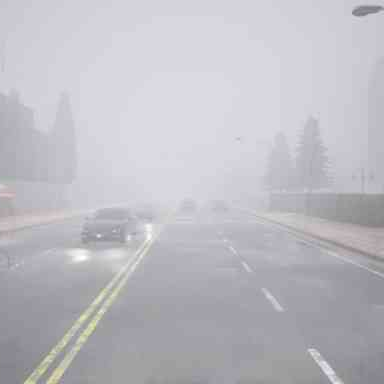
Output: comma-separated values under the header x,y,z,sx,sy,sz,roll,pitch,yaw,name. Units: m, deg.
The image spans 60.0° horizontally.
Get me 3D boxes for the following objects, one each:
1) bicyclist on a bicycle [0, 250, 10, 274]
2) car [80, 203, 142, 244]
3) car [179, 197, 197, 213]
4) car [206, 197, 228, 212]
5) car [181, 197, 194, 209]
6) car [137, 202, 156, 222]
x,y,z,sx,sy,sz,roll,pitch,yaw,name
-5.762,1.455,8.989,1.656,1.620,0.582,-2,0,-1,bicyclist on a bicycle
-3.801,1.502,15.864,1.837,1.490,4.892,0,1,-1,car
-0.435,1.492,37.663,2.128,1.511,4.902,0,0,-1,car
3.076,1.547,38.620,2.033,1.411,5.357,0,0,-1,car
-0.619,1.505,47.701,1.837,1.490,4.892,0,0,0,car
-3.847,1.526,26.052,1.812,1.442,4.674,0,0,-1,car
